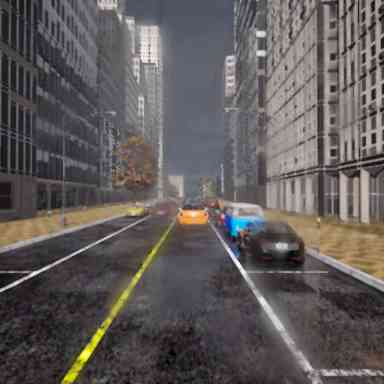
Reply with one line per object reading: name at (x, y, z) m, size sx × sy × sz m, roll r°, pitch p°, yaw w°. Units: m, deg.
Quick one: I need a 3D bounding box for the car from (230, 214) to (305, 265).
car at (2.693, 1.684, 12.014) m, size 1.947 × 1.339 × 4.313 m, roll 0°, pitch -1°, yaw 0°

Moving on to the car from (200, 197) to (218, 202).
car at (2.695, 1.745, 46.168) m, size 2.192 × 1.841 × 5.009 m, roll 0°, pitch -1°, yaw 0°

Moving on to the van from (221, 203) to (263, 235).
van at (2.694, 1.513, 17.710) m, size 1.690 × 1.788 × 3.998 m, roll 0°, pitch -1°, yaw 0°

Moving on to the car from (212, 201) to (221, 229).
car at (2.694, 1.665, 23.400) m, size 1.967 × 1.590 × 4.097 m, roll 0°, pitch -1°, yaw 0°

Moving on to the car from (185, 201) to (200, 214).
car at (0.091, 1.922, 42.254) m, size 1.812 × 1.442 × 4.674 m, roll 0°, pitch -1°, yaw 0°

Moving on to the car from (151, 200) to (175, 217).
car at (-3.095, 1.858, 35.079) m, size 1.812 × 1.442 × 4.674 m, roll 0°, pitch 0°, yaw 0°

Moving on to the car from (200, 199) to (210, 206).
car at (2.694, 2.154, 69.104) m, size 1.752 × 1.417 × 4.829 m, roll 0°, pitch 0°, yaw 0°

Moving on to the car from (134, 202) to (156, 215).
car at (-5.687, 1.931, 40.486) m, size 2.008 × 1.369 × 4.403 m, roll 0°, pitch -1°, yaw 0°

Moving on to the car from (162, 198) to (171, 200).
car at (-5.687, 2.130, 63.254) m, size 2.008 × 1.369 × 4.403 m, roll 0°, pitch 0°, yaw 0°

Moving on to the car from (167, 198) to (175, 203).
car at (-5.686, 2.365, 91.715) m, size 2.008 × 1.369 × 4.403 m, roll 0°, pitch 0°, yaw 0°

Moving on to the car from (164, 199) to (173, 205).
car at (-5.686, 2.304, 80.329) m, size 1.802 × 1.307 × 4.206 m, roll 0°, pitch 0°, yaw 0°

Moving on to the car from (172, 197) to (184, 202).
car at (-2.999, 1.865, 77.163) m, size 2.097 × 1.767 × 4.553 m, roll 0°, pitch 0°, yaw 0°

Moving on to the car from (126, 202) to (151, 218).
car at (-5.687, 1.853, 34.623) m, size 1.752 × 1.417 × 4.829 m, roll 0°, pitch -1°, yaw 0°

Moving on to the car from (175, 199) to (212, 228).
car at (0.100, 1.586, 24.325) m, size 2.097 × 1.767 × 4.553 m, roll 0°, pitch -1°, yaw 0°
